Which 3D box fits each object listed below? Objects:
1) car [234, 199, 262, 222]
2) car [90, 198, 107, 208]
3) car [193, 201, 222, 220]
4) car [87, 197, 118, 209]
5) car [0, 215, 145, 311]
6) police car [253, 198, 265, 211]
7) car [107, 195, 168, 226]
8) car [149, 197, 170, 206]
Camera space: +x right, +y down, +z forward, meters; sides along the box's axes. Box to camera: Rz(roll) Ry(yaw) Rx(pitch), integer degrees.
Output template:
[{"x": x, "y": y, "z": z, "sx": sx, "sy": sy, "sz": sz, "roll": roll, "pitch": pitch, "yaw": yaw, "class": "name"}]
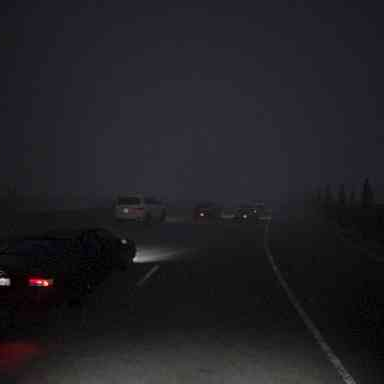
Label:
[{"x": 4.451, "y": 1.568, "z": 26.746, "sx": 1.812, "sy": 1.442, "sz": 4.674, "roll": 0, "pitch": 0, "yaw": 14, "class": "car"}, {"x": -8.439, "y": 1.521, "z": 33.783, "sx": 2.128, "sy": 1.511, "sz": 4.902, "roll": 0, "pitch": 0, "yaw": 14, "class": "car"}, {"x": 1.366, "y": 1.545, "z": 28.867, "sx": 1.837, "sy": 1.490, "sz": 4.892, "roll": 0, "pitch": 0, "yaw": 14, "class": "car"}, {"x": -12.429, "y": 1.557, "z": 46.643, "sx": 2.128, "sy": 1.511, "sz": 4.902, "roll": 0, "pitch": 0, "yaw": 14, "class": "car"}, {"x": -2.873, "y": 1.540, "z": 8.023, "sx": 2.033, "sy": 1.411, "sz": 5.357, "roll": 0, "pitch": 0, "yaw": 6, "class": "car"}, {"x": 8.198, "y": 1.606, "z": 41.961, "sx": 2.038, "sy": 1.542, "sz": 4.974, "roll": 0, "pitch": 0, "yaw": 14, "class": "police car"}, {"x": -3.526, "y": 1.236, "z": 23.599, "sx": 2.150, "sy": 2.045, "sz": 5.566, "roll": 0, "pitch": 0, "yaw": 13, "class": "car"}, {"x": -5.734, "y": 1.636, "z": 58.928, "sx": 2.128, "sy": 1.511, "sz": 4.902, "roll": 0, "pitch": 0, "yaw": 14, "class": "car"}]
